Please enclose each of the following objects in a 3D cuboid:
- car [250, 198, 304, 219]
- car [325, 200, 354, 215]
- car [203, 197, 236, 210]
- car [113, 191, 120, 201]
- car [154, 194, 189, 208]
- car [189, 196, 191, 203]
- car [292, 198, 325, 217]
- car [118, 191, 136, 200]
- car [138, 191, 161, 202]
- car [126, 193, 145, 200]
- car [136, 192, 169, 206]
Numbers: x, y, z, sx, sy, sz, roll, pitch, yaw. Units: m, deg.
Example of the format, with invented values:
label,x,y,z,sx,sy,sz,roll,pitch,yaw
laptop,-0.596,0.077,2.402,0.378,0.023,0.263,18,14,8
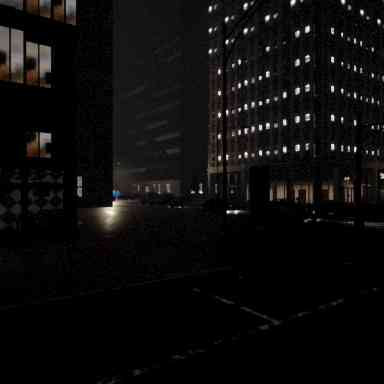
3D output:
label,x,y,z,sx,sy,sz,roll,pitch,yaw
car,6.389,1.399,26.546,1.802,1.307,4.206,1,0,-32
car,13.007,1.377,31.239,1.802,1.307,4.206,1,0,-32
car,2.990,1.259,36.653,1.994,1.385,4.181,0,1,-33
car,-15.008,0.919,58.874,1.887,1.381,4.507,1,0,-35
car,-2.509,1.211,40.500,1.802,1.307,4.206,1,0,-33
car,-1.892,0.926,54.336,1.967,1.590,4.097,1,0,-35
car,8.292,1.298,28.268,2.128,1.511,4.902,0,1,-32
car,-13.144,0.876,65.716,1.994,1.385,4.181,0,1,-36
car,-7.324,0.779,57.543,2.097,1.767,4.553,0,1,-35
car,-11.540,0.864,67.781,1.947,1.339,4.313,1,0,-36
car,-5.459,1.094,44.996,1.752,1.417,4.829,1,0,-33
